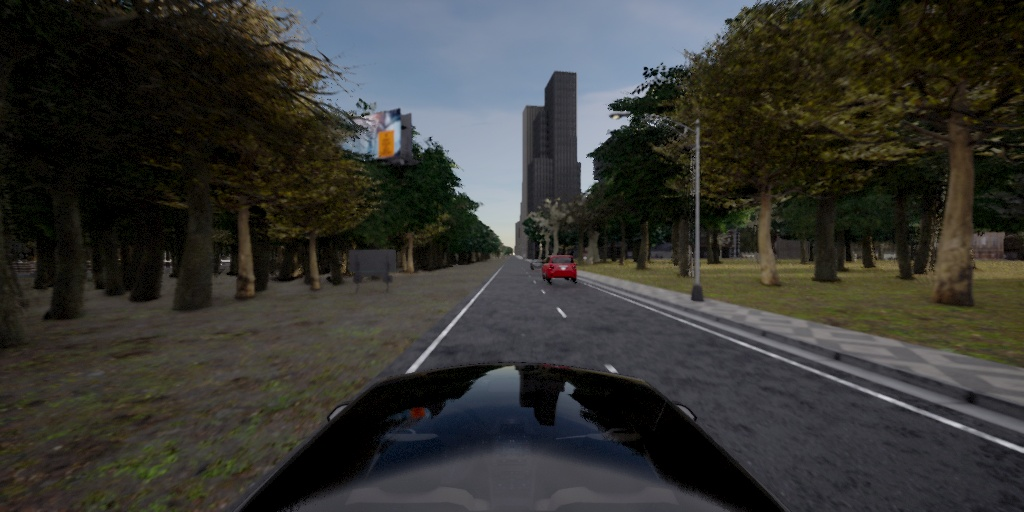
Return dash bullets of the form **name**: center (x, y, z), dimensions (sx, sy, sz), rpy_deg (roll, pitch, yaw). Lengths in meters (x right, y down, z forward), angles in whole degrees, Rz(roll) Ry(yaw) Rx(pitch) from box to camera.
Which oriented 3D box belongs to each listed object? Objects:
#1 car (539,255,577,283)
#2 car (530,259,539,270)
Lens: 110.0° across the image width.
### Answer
- **car**: center (3.591, 0.961, 27.737), dimensions (2.150, 2.045, 5.566), rpy_deg (0, 0, 0)
- **car**: center (3.581, 1.203, 51.568), dimensions (2.128, 1.511, 4.902), rpy_deg (0, 0, 0)
